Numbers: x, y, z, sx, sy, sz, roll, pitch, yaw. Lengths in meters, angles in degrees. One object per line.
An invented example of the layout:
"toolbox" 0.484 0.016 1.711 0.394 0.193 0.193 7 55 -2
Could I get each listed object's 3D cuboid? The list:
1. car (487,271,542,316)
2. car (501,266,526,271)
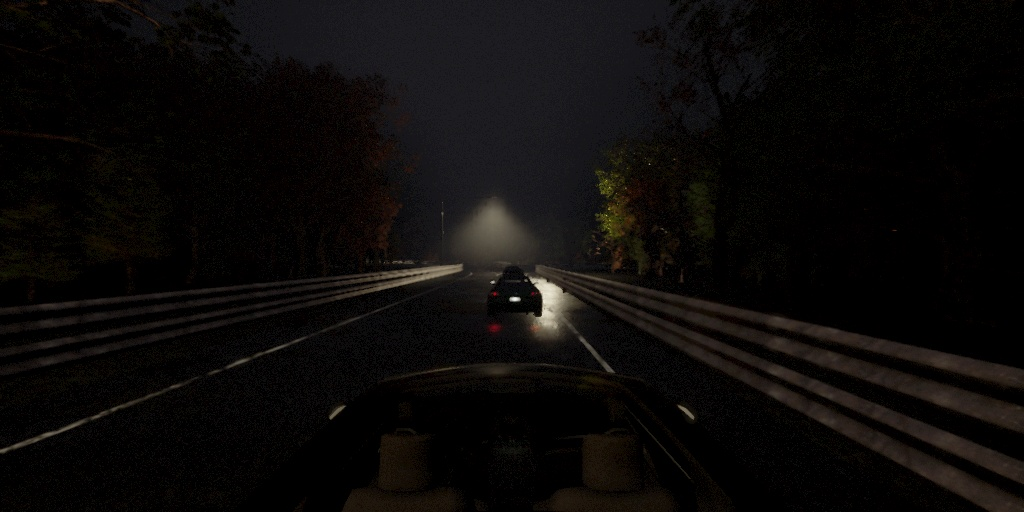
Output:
"car" 0.099 1.450 14.139 1.994 1.385 4.181 0 -1 0
"car" 0.100 1.576 31.406 1.837 1.490 4.892 0 0 0
